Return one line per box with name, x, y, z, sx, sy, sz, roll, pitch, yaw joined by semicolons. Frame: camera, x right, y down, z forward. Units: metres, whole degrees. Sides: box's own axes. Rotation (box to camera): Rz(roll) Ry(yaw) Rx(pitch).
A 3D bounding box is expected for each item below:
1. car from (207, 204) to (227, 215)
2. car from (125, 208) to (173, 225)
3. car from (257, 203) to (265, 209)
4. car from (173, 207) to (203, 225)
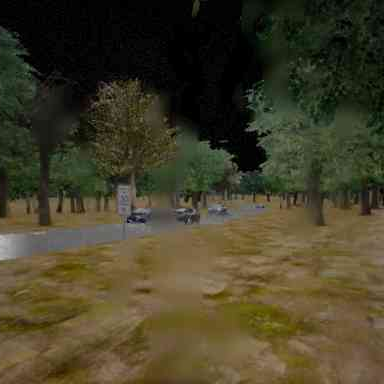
car;3.896;2.553;50.420;2.097;1.767;4.553;1;-1;20
car;-4.091;2.139;30.304;2.033;1.411;5.357;1;-1;23
car;18.453;3.721;89.402;1.994;1.385;4.181;1;-1;12
car;-0.550;2.186;30.721;1.837;1.490;4.892;1;-1;23
